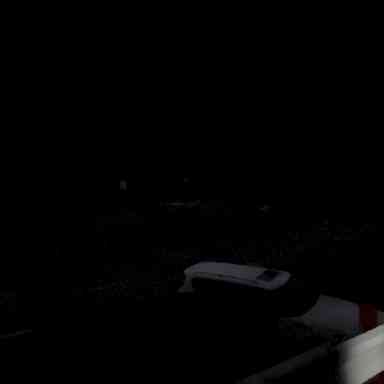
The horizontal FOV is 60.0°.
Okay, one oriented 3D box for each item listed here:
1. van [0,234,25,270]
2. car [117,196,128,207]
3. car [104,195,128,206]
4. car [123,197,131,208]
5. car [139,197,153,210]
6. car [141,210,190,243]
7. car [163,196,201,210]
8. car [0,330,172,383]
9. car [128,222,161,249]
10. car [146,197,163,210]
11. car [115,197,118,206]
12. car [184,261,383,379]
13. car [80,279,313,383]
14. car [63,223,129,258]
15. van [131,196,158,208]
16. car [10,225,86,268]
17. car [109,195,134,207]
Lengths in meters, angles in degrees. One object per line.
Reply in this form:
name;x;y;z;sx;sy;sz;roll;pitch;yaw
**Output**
van;-12.495;3.802;20.171;4.442;1.987;1.878;-3;3;35
car;-11.033;1.828;62.388;2.185;1.767;4.553;-2;4;36
car;-15.988;1.796;69.924;2.185;1.767;4.553;-2;4;36
car;-9.321;1.959;59.922;2.097;1.535;5.008;-2;4;36
car;-5.985;2.019;54.931;2.002;1.452;4.674;-2;4;36
car;-2.798;2.836;26.933;5.566;2.045;2.435;-3;3;35
car;-0.975;1.757;47.412;2.435;2.045;5.566;-2;4;36
car;-2.813;3.945;6.083;4.553;1.767;2.185;-1;4;35
car;-5.129;3.347;25.232;4.792;1.488;2.163;-3;2;35
car;-4.198;1.968;52.588;1.946;1.575;5.366;-2;4;36
car;-12.667;1.981;64.915;2.002;1.452;4.674;-2;4;36
car;2.101;3.339;9.577;5.566;2.045;2.435;-1;4;35
car;-0.412;3.581;7.847;5.566;2.045;2.435;-1;4;35
car;-7.558;3.302;23.505;5.566;2.045;2.435;-3;2;35
van;-7.738;1.754;57.315;1.878;1.987;4.442;-2;4;36
car;-9.966;3.536;21.801;5.566;2.045;2.435;-3;2;35
car;-14.322;1.804;67.427;2.185;1.767;4.553;-2;4;36
